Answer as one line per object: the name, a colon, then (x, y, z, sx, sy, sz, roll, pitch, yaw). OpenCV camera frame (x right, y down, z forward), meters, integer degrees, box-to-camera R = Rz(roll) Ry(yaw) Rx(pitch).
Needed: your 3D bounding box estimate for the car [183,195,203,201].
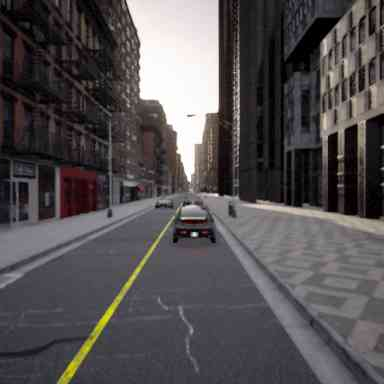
car: (0.086, 1.073, 35.767, 2.097, 1.767, 4.553, 0, 0, 0)

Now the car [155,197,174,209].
car: (-3.097, 1.266, 38.244, 1.994, 1.385, 4.181, 0, 0, 0)

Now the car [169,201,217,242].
car: (0.096, 1.385, 15.497, 1.837, 1.490, 4.892, 0, 1, 0)
